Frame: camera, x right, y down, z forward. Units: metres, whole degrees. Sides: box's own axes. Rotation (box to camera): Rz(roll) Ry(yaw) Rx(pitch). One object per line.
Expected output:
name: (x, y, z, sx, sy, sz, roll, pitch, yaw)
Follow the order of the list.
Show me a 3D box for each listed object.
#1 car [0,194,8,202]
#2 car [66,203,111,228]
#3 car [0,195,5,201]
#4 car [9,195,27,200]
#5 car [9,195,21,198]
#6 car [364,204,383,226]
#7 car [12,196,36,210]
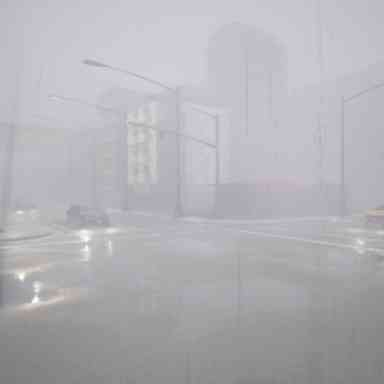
car: (-42.914, 1.416, 73.040, 2.038, 1.542, 4.974, 0, 0, -10)
car: (-6.981, 1.509, 22.095, 1.837, 1.490, 4.892, 0, 1, -35)
car: (-42.924, 1.258, 73.091, 1.853, 1.218, 4.536, 0, 0, -10)
car: (-39.376, 1.237, 75.208, 4.536, 1.218, 1.853, 0, 0, 35)
car: (-39.332, 1.394, 75.179, 4.974, 1.542, 2.038, 0, 0, 35)
car: (13.365, 1.463, 22.126, 5.008, 1.535, 1.882, 0, 0, -35)
car: (-21.447, 1.520, 42.708, 1.895, 1.301, 4.718, 0, 0, -35)
